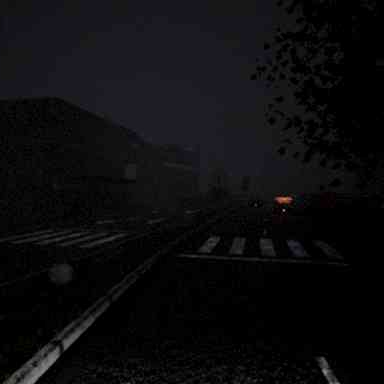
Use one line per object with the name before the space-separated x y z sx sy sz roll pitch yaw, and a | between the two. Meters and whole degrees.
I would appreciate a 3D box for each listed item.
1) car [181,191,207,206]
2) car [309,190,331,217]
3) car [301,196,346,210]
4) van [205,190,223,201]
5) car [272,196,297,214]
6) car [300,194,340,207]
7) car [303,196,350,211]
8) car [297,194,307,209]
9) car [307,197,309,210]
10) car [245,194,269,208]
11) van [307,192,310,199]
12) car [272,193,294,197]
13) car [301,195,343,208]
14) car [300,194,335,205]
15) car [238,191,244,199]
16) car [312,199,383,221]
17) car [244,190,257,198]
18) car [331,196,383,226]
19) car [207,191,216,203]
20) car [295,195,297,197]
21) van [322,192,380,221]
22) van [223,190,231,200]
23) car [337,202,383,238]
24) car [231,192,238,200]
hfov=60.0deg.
car | 0.025 0.998 45.445 2.097 1.535 5.008 1 1 17
car | 11.725 1.139 23.968 5.566 2.045 2.435 1 1 13
car | 15.629 1.234 39.741 4.792 1.488 2.163 1 1 16
van | 3.324 0.634 55.885 1.878 1.987 4.442 1 1 19
car | 8.928 1.375 32.529 1.895 1.301 4.718 1 1 14
car | 17.197 1.130 44.971 4.892 1.521 2.231 1 1 17
car | 14.926 1.280 37.101 4.674 1.452 2.002 1 1 16
car | 14.039 1.268 34.513 5.366 1.575 1.946 1 1 15
car | 12.887 1.376 29.185 4.674 1.452 2.002 1 1 14
car | 8.339 1.232 42.129 1.895 1.301 4.718 1 1 17
van | 13.654 1.081 31.788 4.442 1.987 1.878 1 1 14
car | 11.959 0.987 43.563 2.097 1.767 4.553 1 1 16
car | 16.443 1.198 42.345 4.792 1.488 2.163 1 1 17
car | 18.868 1.076 50.304 4.792 1.488 2.163 1 1 19
car | 9.173 0.805 71.583 2.002 1.452 4.674 1 0 22
car | 12.261 1.392 26.645 4.792 1.488 2.163 1 1 13
car | 13.514 0.568 81.742 2.435 2.045 5.566 1 0 25
car | 10.554 1.310 18.594 4.553 1.767 2.185 1 1 12
car | 1.620 0.959 50.701 2.163 1.488 4.792 1 1 18
car | 20.645 0.732 55.470 5.566 2.045 2.435 1 1 20
van | 11.001 1.185 21.317 4.442 1.987 1.878 1 1 12
van | 5.145 0.579 61.116 1.878 1.987 4.442 1 0 21
car | 9.926 1.457 15.912 4.892 1.521 2.231 1 1 12
car | 7.142 0.813 66.426 2.002 1.452 4.674 1 0 21
